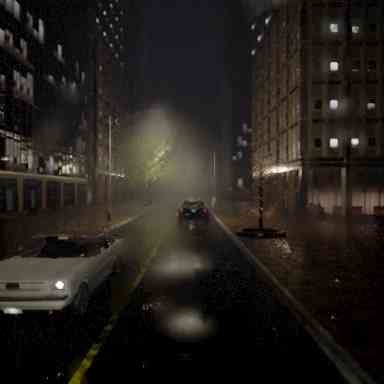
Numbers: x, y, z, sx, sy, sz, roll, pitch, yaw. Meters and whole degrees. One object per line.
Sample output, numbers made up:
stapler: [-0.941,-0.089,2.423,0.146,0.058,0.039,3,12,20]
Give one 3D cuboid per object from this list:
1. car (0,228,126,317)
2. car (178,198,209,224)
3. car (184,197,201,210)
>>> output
car: [-2.849,1.570,7.490,1.895,1.301,4.718,0,0,0]
car: [0.102,1.270,24.129,2.097,1.767,4.553,0,0,0]
car: [0.101,1.420,42.016,2.033,1.411,5.357,0,0,0]
